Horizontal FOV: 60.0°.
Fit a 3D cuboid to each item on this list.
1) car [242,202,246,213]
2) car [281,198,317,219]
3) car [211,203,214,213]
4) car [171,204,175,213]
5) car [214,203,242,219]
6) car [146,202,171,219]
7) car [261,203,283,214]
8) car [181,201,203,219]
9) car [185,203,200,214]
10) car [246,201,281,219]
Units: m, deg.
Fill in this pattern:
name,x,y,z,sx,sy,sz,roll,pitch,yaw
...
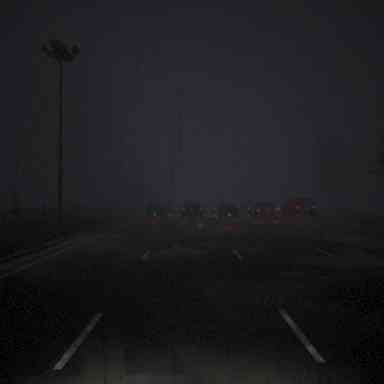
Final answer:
name,x,y,z,sx,sy,sz,roll,pitch,yaw
car,6.999,2.034,43.125,2.033,1.411,5.357,0,-1,0
car,10.506,1.595,33.050,2.150,2.045,5.566,0,-1,0
car,3.506,2.098,44.056,1.895,1.301,4.718,0,-1,0
car,-3.490,2.028,44.499,1.812,1.442,4.674,0,-1,0
car,3.504,1.881,33.305,1.837,1.490,4.892,0,-1,0
car,-3.492,1.885,33.597,1.837,1.490,4.892,0,-1,0
car,10.505,2.097,43.949,1.895,1.301,4.718,0,-1,0
car,0.008,1.731,33.595,2.097,1.767,4.553,0,-1,0
car,0.007,2.101,44.298,1.895,1.301,4.718,0,-1,0
car,7.005,1.726,33.100,2.097,1.767,4.553,0,-1,0
